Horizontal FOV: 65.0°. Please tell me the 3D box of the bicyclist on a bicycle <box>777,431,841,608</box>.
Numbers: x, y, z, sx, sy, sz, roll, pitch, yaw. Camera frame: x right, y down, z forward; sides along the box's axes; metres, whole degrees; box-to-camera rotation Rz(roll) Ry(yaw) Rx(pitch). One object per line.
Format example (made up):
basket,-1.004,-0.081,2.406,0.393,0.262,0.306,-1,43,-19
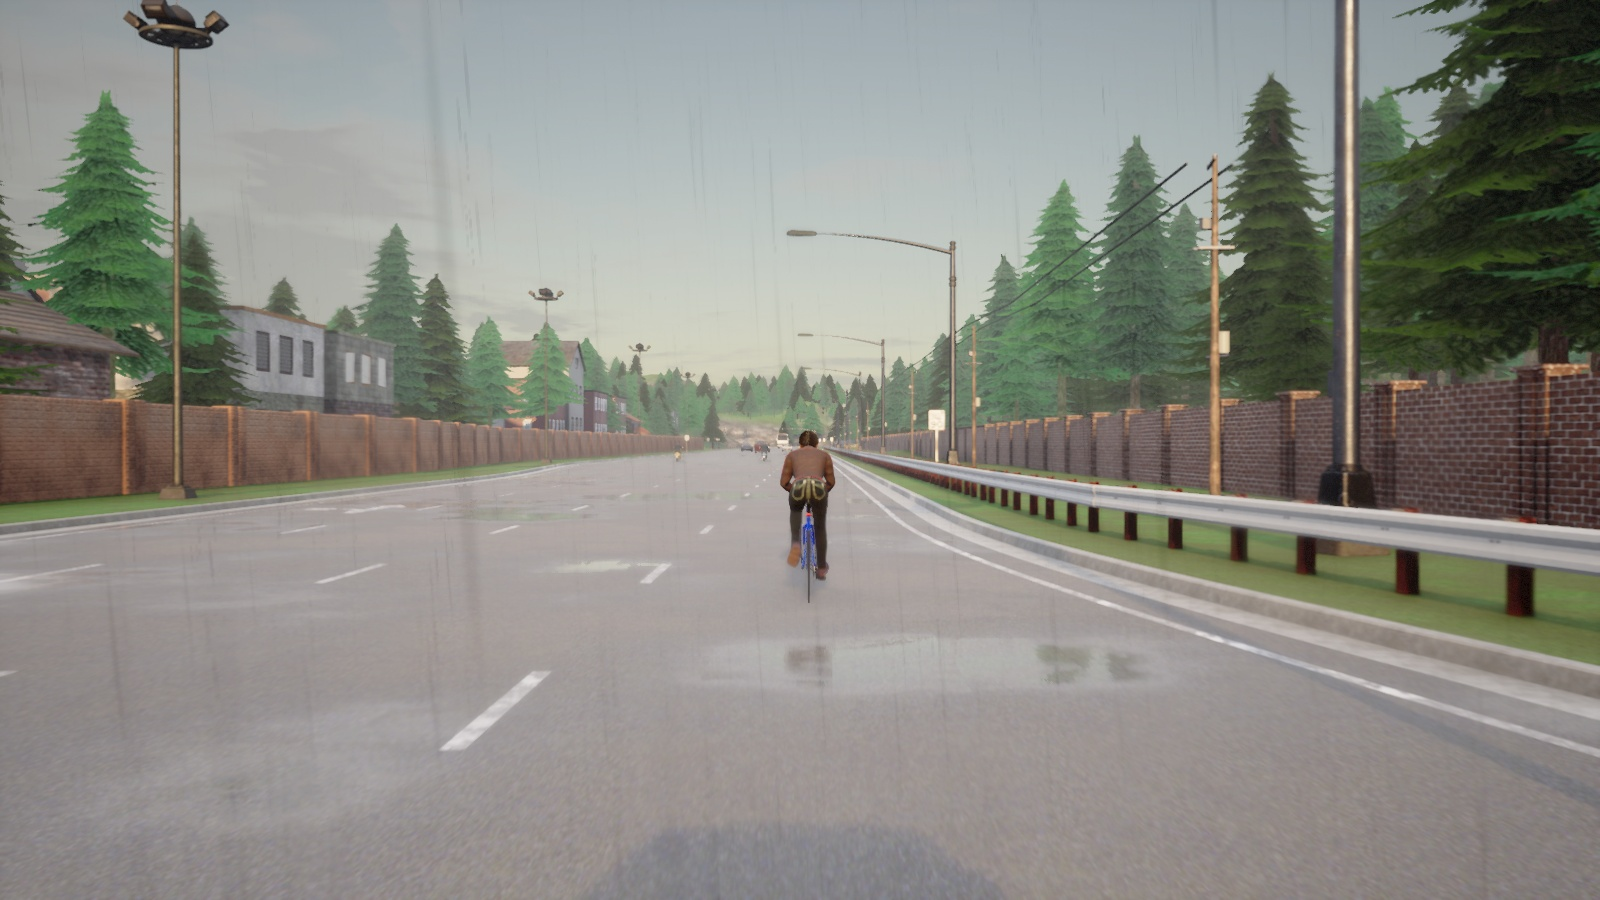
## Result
bicyclist on a bicycle,0.085,0.633,12.279,0.582,1.620,1.656,0,0,0
